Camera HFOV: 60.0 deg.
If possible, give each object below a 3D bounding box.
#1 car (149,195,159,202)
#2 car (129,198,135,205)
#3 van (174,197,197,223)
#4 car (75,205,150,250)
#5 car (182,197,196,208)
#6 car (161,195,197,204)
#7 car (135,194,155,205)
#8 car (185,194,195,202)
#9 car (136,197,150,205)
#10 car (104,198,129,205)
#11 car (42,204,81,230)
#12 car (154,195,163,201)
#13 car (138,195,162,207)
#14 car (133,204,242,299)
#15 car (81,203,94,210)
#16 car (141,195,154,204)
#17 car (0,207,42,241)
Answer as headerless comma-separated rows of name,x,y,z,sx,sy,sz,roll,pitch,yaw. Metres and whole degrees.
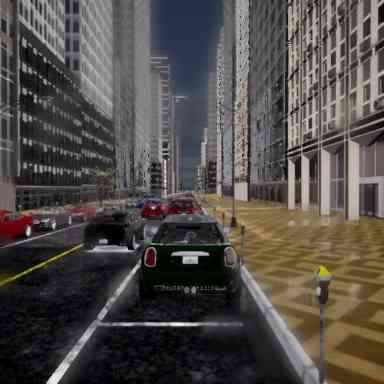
car,-8.843,1.508,77.339,1.752,1.417,4.829,-1,0,0
car,-8.843,1.541,49.090,2.008,1.369,4.403,-1,0,0
van,-0.465,1.336,26.356,1.690,1.788,3.998,-1,0,0
car,-3.146,1.514,14.247,1.837,1.490,4.892,0,0,0
car,-0.463,1.541,49.090,2.008,1.369,4.403,-1,0,0
car,-0.465,1.311,20.672,2.192,1.841,5.009,-1,0,0
car,-6.146,1.318,47.218,2.150,2.045,5.566,0,0,0
car,-0.465,1.298,77.509,2.192,1.841,5.009,-1,0,0
car,-8.843,1.569,60.458,1.802,1.307,4.206,-1,0,0
car,-8.844,1.543,37.723,2.008,1.369,4.403,-1,0,0
car,-8.844,1.547,20.672,2.008,1.369,4.403,-1,0,0
car,-8.844,1.545,88.876,1.947,1.339,4.313,-1,0,0
car,-3.146,1.361,29.217,2.097,1.767,4.553,0,0,0
car,-0.033,1.351,8.621,2.097,1.767,4.553,0,0,0
car,-8.843,1.577,26.356,1.802,1.307,4.206,-1,0,0
car,-8.845,1.426,66.141,1.967,1.590,4.097,-1,0,0
car,-8.843,1.541,14.989,1.887,1.381,4.507,-1,0,0
